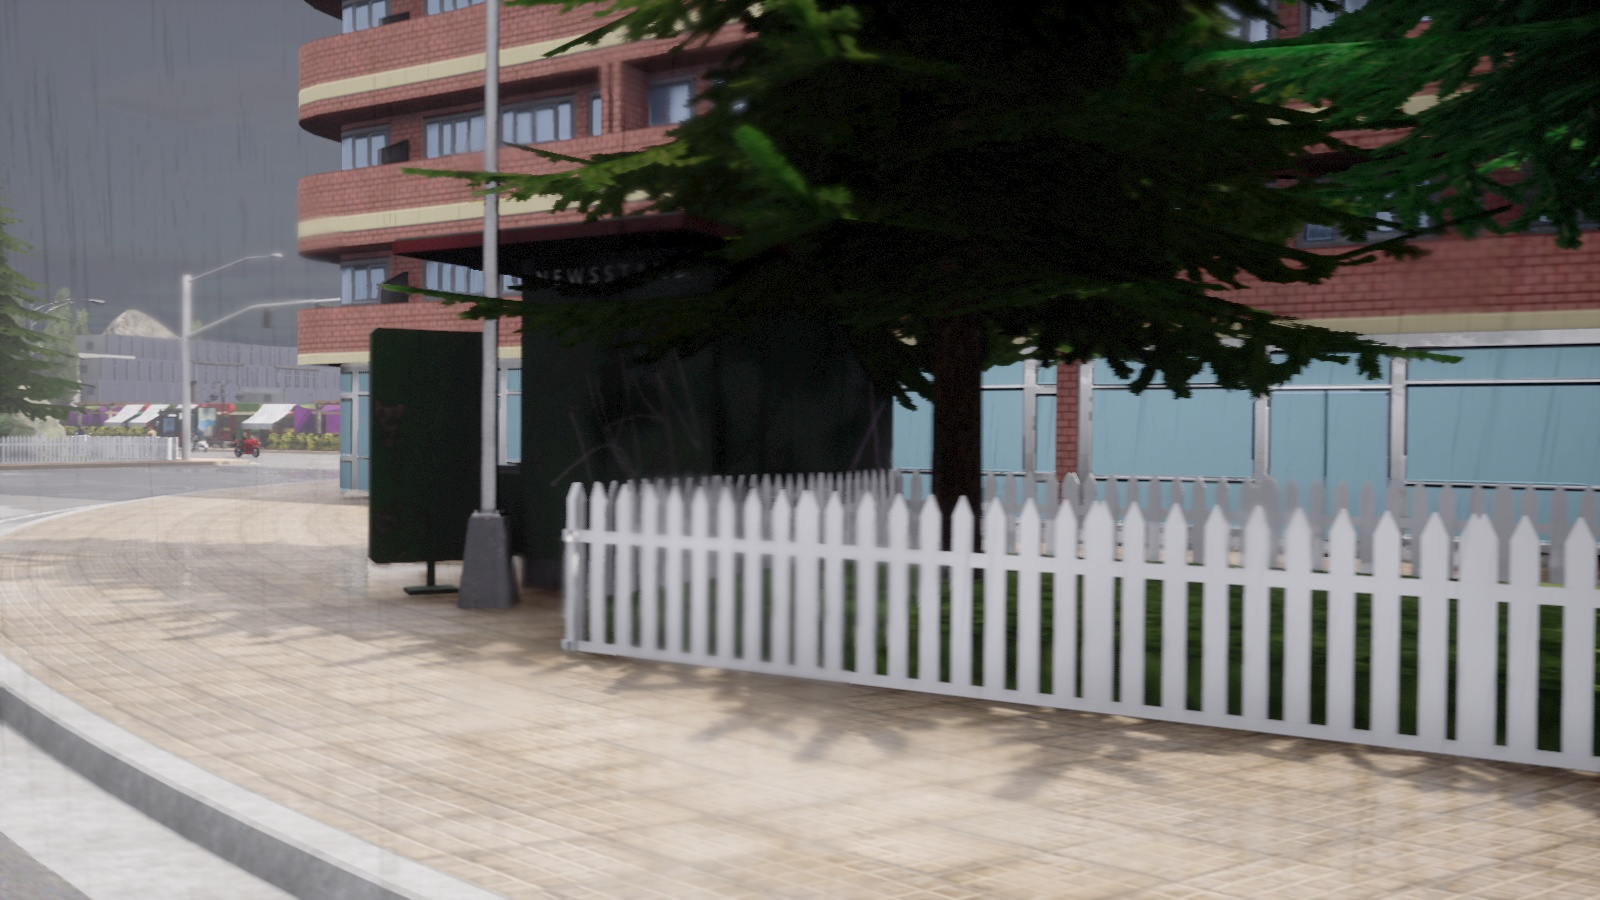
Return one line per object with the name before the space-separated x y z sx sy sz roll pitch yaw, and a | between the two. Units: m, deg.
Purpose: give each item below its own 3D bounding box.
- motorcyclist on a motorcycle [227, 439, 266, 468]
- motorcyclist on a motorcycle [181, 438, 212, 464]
motorcyclist on a motorcycle | -28.923 0.176 65.595 2.044 1.523 0.797 0 1 30
motorcyclist on a motorcycle | -37.804 0.055 78.675 1.817 1.590 0.866 0 1 30
